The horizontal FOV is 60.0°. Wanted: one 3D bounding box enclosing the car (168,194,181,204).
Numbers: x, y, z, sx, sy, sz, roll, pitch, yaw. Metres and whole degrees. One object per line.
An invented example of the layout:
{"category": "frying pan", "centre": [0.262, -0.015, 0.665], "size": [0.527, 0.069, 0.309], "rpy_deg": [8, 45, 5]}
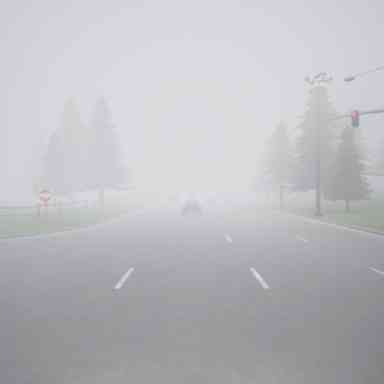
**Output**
{"category": "car", "centre": [-3.506, 1.488, 62.804], "size": [2.033, 1.411, 5.357], "rpy_deg": [0, 0, 0]}

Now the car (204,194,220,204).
{"category": "car", "centre": [3.494, 1.433, 62.805], "size": [2.128, 1.511, 4.902], "rpy_deg": [0, 0, 0]}

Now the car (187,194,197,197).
{"category": "car", "centre": [-0.006, 1.504, 63.221], "size": [1.994, 1.385, 4.181], "rpy_deg": [0, 0, 0]}

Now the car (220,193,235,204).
{"category": "car", "centre": [6.994, 1.467, 63.222], "size": [1.812, 1.442, 4.674], "rpy_deg": [0, 0, 0]}

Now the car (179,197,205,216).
{"category": "car", "centre": [-0.003, 1.495, 32.191], "size": [1.812, 1.442, 4.674], "rpy_deg": [0, 0, 0]}

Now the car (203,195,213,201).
{"category": "car", "centre": [3.493, 1.359, 73.254], "size": [1.895, 1.301, 4.718], "rpy_deg": [0, 0, 0]}

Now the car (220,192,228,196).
{"category": "car", "centre": [6.993, 0.989, 73.254], "size": [2.150, 2.045, 5.566], "rpy_deg": [0, 0, 0]}

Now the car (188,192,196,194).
{"category": "car", "centre": [-0.007, 0.989, 73.254], "size": [2.150, 2.045, 5.566], "rpy_deg": [0, 0, 0]}

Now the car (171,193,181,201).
{"category": "car", "centre": [-3.507, 1.118, 73.194], "size": [2.097, 1.767, 4.553], "rpy_deg": [0, 0, 0]}
